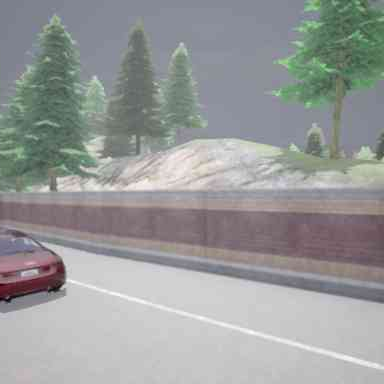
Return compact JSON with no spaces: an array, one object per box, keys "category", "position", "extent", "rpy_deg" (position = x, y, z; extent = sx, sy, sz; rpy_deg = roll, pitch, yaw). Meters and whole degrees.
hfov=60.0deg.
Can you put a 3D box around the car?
[{"category":"car","position":[-4.837,1.626,8.005],"extent":[4.181,1.385,1.994],"rpy_deg":[-1,0,39]}]
